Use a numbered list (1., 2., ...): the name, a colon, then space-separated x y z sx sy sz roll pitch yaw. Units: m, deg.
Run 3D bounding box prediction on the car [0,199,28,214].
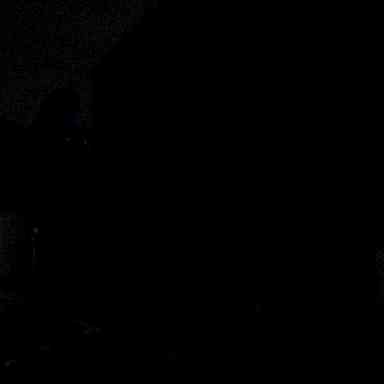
1. car: -18.239 1.397 31.914 1.812 1.442 4.674 1 1 36
